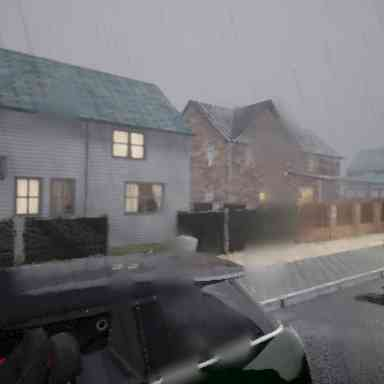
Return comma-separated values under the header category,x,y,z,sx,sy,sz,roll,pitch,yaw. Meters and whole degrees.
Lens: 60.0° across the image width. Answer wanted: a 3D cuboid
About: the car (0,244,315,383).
category,x,y,z,sx,sy,sz,roll,pitch,yaw
car,-1.249,1.352,2.177,4.553,1.767,2.097,0,0,-36
